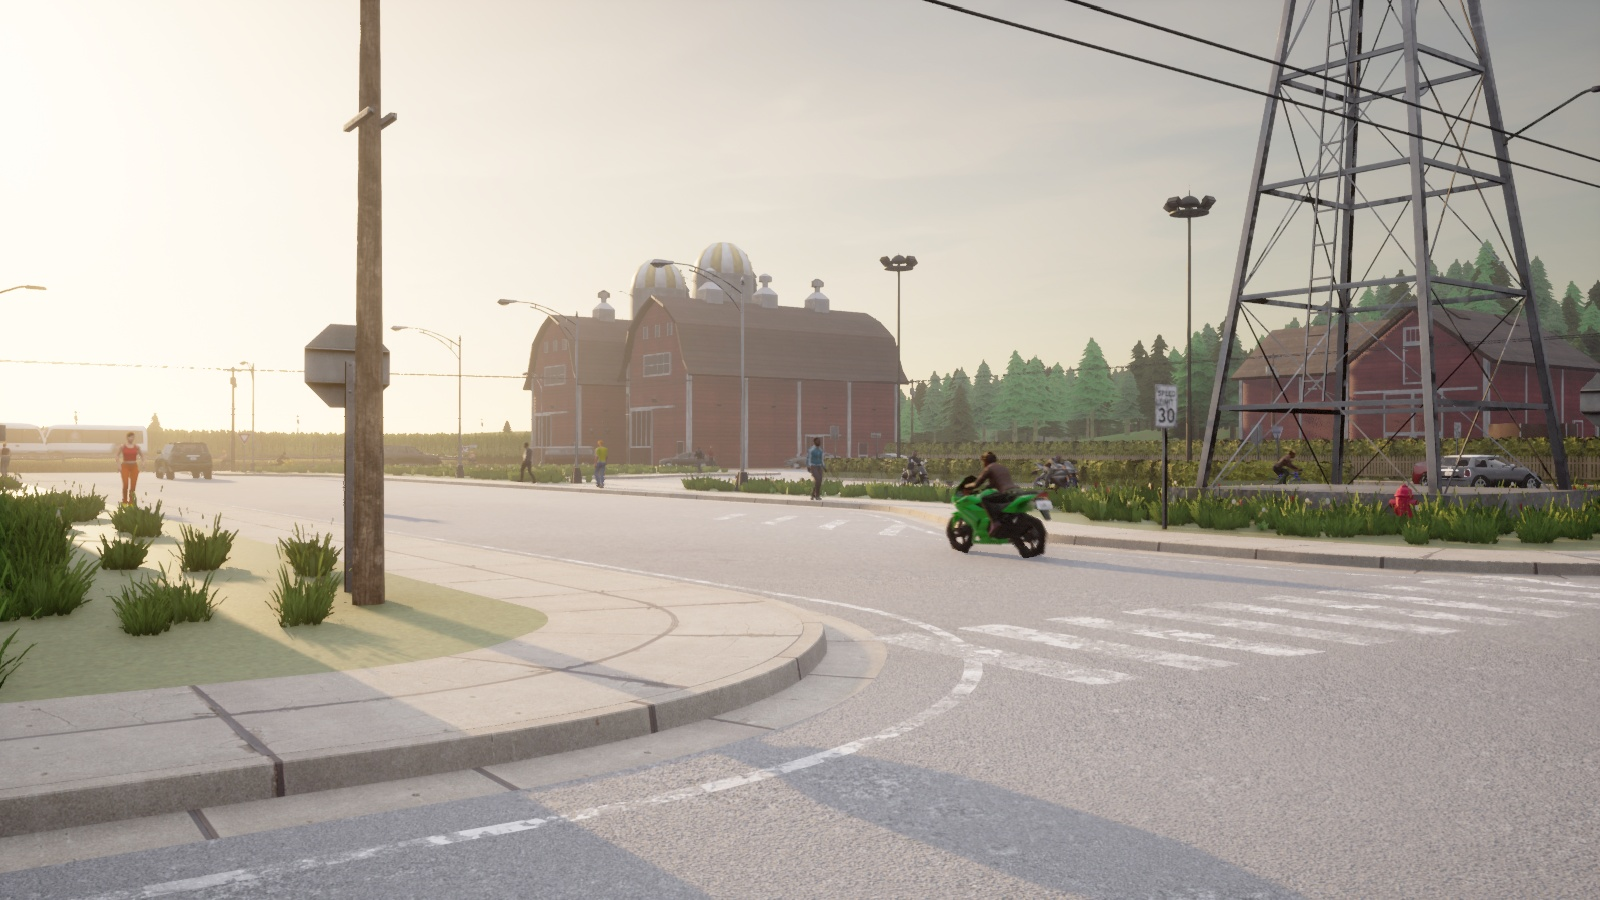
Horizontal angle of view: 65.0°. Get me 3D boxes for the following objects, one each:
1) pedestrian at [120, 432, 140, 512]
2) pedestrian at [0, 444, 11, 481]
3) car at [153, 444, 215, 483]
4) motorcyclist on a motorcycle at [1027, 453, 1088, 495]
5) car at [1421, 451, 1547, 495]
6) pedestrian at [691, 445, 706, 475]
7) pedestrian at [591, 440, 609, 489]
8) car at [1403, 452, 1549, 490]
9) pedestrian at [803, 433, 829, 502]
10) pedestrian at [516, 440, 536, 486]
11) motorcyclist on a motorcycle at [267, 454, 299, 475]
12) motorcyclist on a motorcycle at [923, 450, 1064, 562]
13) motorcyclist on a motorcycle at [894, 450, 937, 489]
[{"bbox_3d":[-15.512,0.504,29.073,0.345,1.836,0.594,0,0,-35],"label":"pedestrian"},{"bbox_3d":[-39.539,0.637,62.455,0.594,1.836,0.345,0,0,44],"label":"pedestrian"},{"bbox_3d":[-33.583,0.702,68.384,2.150,2.045,5.566,0,0,-36],"label":"car"},{"bbox_3d":[9.592,0.874,46.849,0.866,1.530,2.191,0,0,-36],"label":"motorcyclist on a motorcycle"},{"bbox_3d":[23.858,0.767,43.793,3.806,1.475,1.970,0,0,-25],"label":"car"},{"bbox_3d":[-6.453,0.609,79.887,0.563,1.883,0.849,0,0,25],"label":"pedestrian"},{"bbox_3d":[-7.475,0.531,46.897,0.354,1.836,0.706,0,0,-39],"label":"pedestrian"},{"bbox_3d":[27.534,0.812,51.275,2.163,1.488,4.792,0,0,-35],"label":"car"},{"bbox_3d":[0.443,0.485,35.087,0.396,1.930,0.692,0,0,-35],"label":"pedestrian"},{"bbox_3d":[-11.750,0.557,53.857,0.788,1.949,0.423,0,0,33],"label":"pedestrian"},{"bbox_3d":[-37.825,1.033,91.883,2.044,1.523,0.797,-1,0,-35],"label":"motorcyclist on a motorcycle"},{"bbox_3d":[2.762,0.765,18.158,0.797,1.523,2.044,0,0,-36],"label":"motorcyclist on a motorcycle"},{"bbox_3d":[4.897,0.818,53.397,0.866,1.590,1.817,0,0,-35],"label":"motorcyclist on a motorcycle"}]
